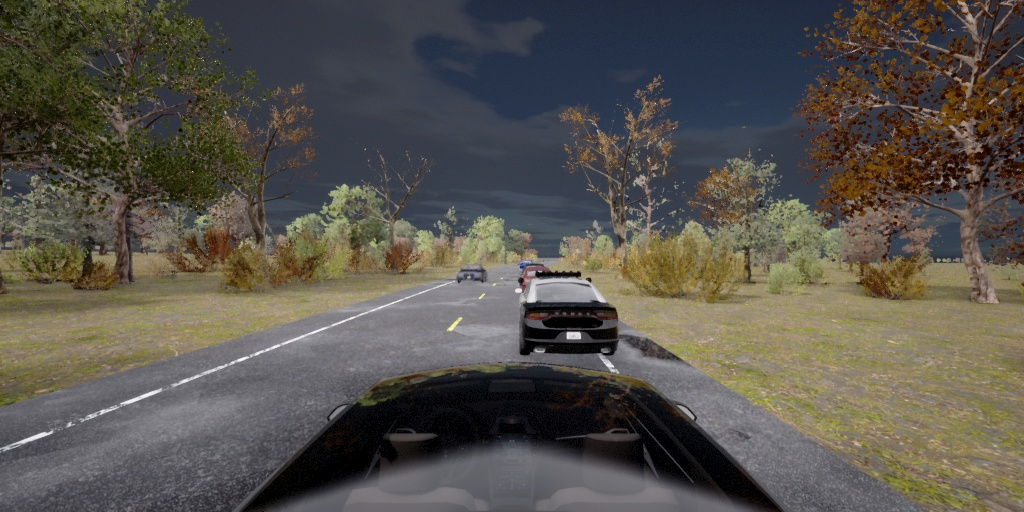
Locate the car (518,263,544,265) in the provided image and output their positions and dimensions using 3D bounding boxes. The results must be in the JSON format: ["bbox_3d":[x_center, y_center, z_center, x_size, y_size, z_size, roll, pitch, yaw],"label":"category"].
[{"bbox_3d":[1.324,1.281,18.645,1.812,1.442,4.674,0,0,2],"label":"car"}]

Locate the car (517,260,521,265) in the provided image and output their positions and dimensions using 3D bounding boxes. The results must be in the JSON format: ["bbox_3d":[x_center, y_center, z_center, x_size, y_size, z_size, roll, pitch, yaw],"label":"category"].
[{"bbox_3d":[2.106,1.313,50.363,1.882,1.535,5.008,0,0,5],"label":"car"}]

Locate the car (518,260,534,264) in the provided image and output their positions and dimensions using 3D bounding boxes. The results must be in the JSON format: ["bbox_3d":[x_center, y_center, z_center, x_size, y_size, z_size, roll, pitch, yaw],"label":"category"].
[{"bbox_3d":[1.531,1.266,24.615,1.837,1.490,4.892,0,0,2],"label":"car"}]

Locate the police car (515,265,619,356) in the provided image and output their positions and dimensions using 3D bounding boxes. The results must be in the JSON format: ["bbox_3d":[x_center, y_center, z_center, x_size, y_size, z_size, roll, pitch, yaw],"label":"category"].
[{"bbox_3d":[1.107,1.177,8.802,1.930,1.638,5.238,0,0,1],"label":"police car"}]

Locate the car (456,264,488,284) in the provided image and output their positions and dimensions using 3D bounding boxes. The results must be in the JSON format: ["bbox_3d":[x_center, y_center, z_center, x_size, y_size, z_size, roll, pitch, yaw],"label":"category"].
[{"bbox_3d":[-2.973,1.329,27.499,1.994,1.385,4.181,0,0,3],"label":"car"}]
